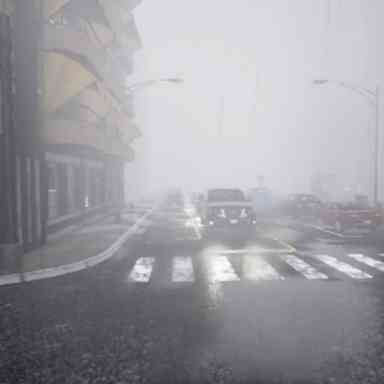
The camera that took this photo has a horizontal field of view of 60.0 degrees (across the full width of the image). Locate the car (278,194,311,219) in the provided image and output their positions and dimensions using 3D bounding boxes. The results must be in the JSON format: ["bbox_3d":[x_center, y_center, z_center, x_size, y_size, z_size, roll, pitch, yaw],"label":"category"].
[{"bbox_3d":[7.089,0.837,21.906,1.967,1.590,4.097,-1,1,-2],"label":"car"}]

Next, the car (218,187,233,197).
[{"bbox_3d":[5.613,-0.026,55.738,1.967,1.590,4.097,-1,2,-2],"label":"car"}]

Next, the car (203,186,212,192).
[{"bbox_3d":[4.160,-0.809,89.573,2.008,1.369,4.403,-1,2,-2],"label":"car"}]

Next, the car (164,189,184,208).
[{"bbox_3d":[-1.740,0.740,32.790,1.947,1.339,4.313,-1,1,-2],"label":"car"}]

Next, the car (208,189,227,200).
[{"bbox_3d":[3.466,0.335,46.519,2.033,1.411,5.357,0,1,-3],"label":"car"}]

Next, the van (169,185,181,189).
[{"bbox_3d":[-1.992,0.372,38.423,1.690,1.788,3.998,-1,2,-2],"label":"van"}]

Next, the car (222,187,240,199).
[{"bbox_3d":[5.854,0.120,50.099,1.967,1.590,4.097,-1,2,-2],"label":"car"}]

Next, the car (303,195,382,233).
[{"bbox_3d":[7.338,1.083,16.271,1.887,1.381,4.507,-1,1,-2],"label":"car"}]

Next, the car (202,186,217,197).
[{"bbox_3d":[2.926,-0.134,57.125,2.097,1.767,4.553,0,2,-2],"label":"car"}]

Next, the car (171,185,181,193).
[{"bbox_3d":[-3.722,-0.682,77.895,2.192,1.841,5.009,-1,2,-2],"label":"car"}]

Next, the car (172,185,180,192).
[{"bbox_3d":[-4.463,-1.134,94.812,2.192,1.841,5.009,-1,2,-2],"label":"car"}]

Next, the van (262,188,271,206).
[{"bbox_3d":[6.593,0.454,33.181,1.690,1.788,3.998,-1,2,-2],"label":"van"}]

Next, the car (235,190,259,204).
[{"bbox_3d":[6.350,0.514,38.825,1.887,1.381,4.507,-1,2,-2],"label":"car"}]

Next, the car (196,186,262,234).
[{"bbox_3d":[1.583,0.790,16.471,2.150,2.045,5.566,0,1,-3],"label":"car"}]

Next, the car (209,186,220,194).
[{"bbox_3d":[4.902,-0.470,72.655,1.967,1.590,4.097,-1,2,-2],"label":"car"}]

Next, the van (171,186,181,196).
[{"bbox_3d":[-2.980,-0.210,60.979,1.690,1.788,3.998,-1,2,-2],"label":"van"}]

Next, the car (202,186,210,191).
[{"bbox_3d":[3.913,-0.960,95.213,2.008,1.369,4.403,-1,2,-2],"label":"car"}]

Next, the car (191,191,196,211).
[{"bbox_3d":[1.154,0.800,26.257,1.882,1.535,5.008,0,1,-3],"label":"car"}]

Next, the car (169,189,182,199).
[{"bbox_3d":[-2.482,0.286,49.705,1.887,1.381,4.507,-1,2,-2],"label":"car"}]
